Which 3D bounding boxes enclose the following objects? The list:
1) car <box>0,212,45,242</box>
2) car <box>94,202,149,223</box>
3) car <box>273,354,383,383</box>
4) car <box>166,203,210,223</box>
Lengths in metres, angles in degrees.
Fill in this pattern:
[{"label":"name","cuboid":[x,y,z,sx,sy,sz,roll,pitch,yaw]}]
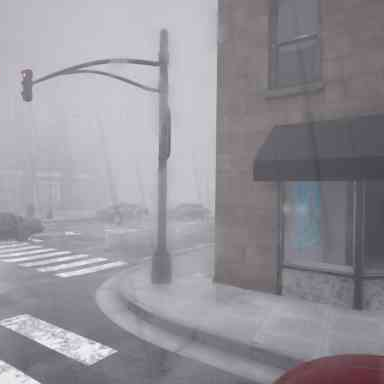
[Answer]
[{"label":"car","cuboid":[-9.215,1.598,14.696,2.033,1.411,5.357,1,0,25]},{"label":"car","cuboid":[-5.483,1.600,26.509,1.837,1.490,4.892,1,0,35]},{"label":"car","cuboid":[2.382,1.545,1.254,4.507,1.381,1.887,0,1,35]},{"label":"car","cuboid":[-0.353,1.683,28.109,1.837,1.490,4.892,1,0,35]}]
